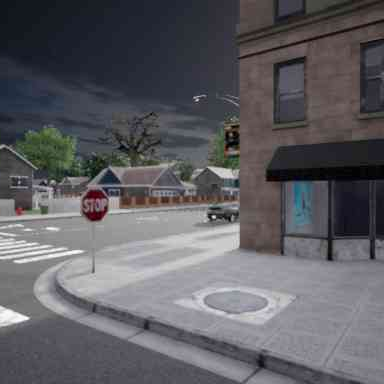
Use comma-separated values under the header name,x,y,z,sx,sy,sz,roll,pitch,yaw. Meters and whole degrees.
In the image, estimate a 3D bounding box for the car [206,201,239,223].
name,x,y,z,sx,sy,sz,roll,pitch,yaw
car,2.943,1.454,25.001,1.837,1.490,4.892,0,0,36
